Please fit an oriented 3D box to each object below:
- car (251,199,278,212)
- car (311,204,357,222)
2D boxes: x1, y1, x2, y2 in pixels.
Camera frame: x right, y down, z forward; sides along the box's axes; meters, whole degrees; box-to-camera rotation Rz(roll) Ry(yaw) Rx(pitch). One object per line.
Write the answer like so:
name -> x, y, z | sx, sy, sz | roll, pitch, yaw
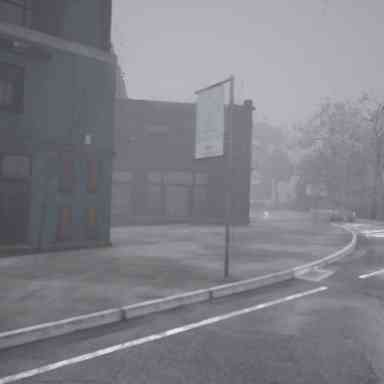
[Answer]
car -> 9.374, 1.713, 43.320 | 1.837, 1.490, 4.892 | 2, -1, -15
car -> 11.655, 1.711, 27.657 | 1.895, 1.301, 4.718 | 2, 0, -2
